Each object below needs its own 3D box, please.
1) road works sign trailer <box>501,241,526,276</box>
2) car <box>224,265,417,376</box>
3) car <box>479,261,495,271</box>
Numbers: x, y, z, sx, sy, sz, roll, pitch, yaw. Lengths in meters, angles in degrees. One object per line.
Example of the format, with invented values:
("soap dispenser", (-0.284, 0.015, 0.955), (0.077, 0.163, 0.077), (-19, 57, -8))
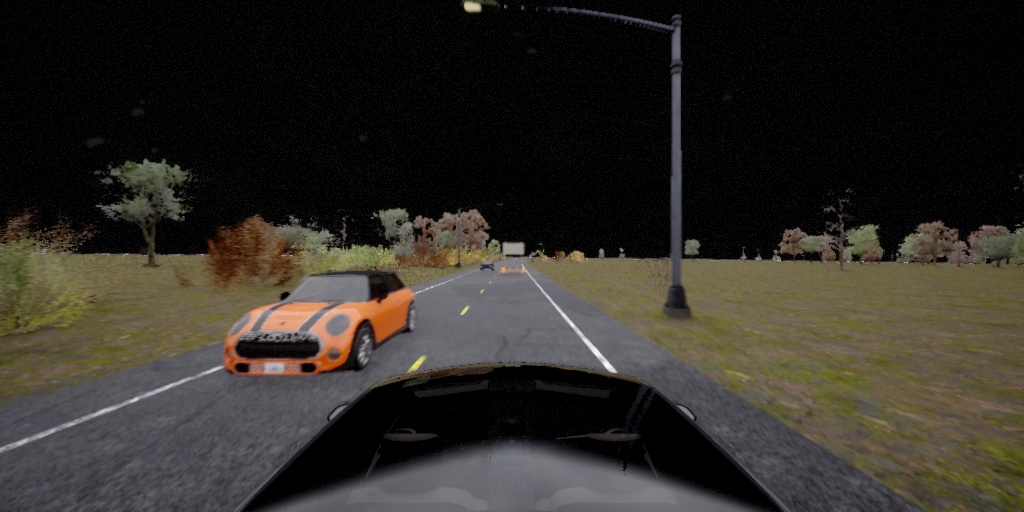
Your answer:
("road works sign trailer", (0.149, 0.263, 37.784), (2.380, 3.560, 2.880), (0, 0, 0))
("car", (-3.589, 1.108, 7.672), (2.097, 1.767, 4.553), (0, 0, 0))
("car", (-3.310, 1.362, 49.381), (2.033, 1.411, 5.357), (0, 0, 1))
